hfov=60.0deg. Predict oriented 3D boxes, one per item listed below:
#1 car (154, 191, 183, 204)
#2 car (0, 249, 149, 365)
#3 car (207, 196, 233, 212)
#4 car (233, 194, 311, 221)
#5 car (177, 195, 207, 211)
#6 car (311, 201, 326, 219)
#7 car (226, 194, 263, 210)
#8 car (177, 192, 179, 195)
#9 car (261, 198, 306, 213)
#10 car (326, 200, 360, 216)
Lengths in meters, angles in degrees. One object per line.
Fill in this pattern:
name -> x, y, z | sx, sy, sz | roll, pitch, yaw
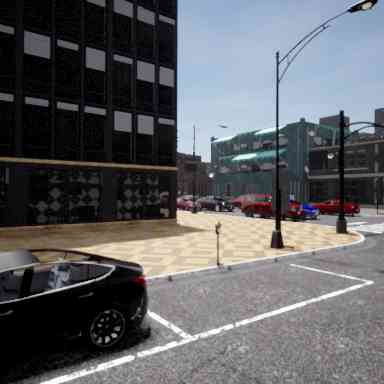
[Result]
car -> -3.806, 0.792, 52.103 | 2.192, 1.841, 5.009 | 1, 0, -36
car -> -2.688, 1.566, 4.636 | 4.313, 1.339, 1.947 | 0, 0, -35
car -> 2.310, 1.185, 33.963 | 1.837, 1.490, 4.892 | 0, 1, -36
car -> 5.845, 1.100, 24.789 | 2.192, 1.841, 5.009 | 1, 0, -36
car -> -0.724, 1.230, 33.732 | 1.802, 1.307, 4.206 | 1, 0, -36
car -> 7.808, 1.321, 26.464 | 1.812, 1.442, 4.674 | 0, 1, -38
car -> 6.034, 1.129, 38.691 | 1.967, 1.590, 4.097 | 1, 0, -36
car -> -0.530, 1.099, 47.632 | 2.008, 1.369, 4.403 | 1, 0, -36
car -> 9.314, 1.339, 34.218 | 1.802, 1.307, 4.206 | 1, 0, -36
car -> 12.595, 1.370, 29.748 | 1.887, 1.381, 4.507 | 1, 0, -36
